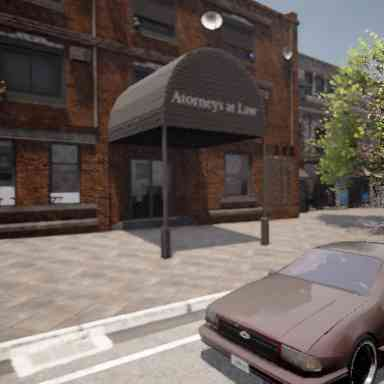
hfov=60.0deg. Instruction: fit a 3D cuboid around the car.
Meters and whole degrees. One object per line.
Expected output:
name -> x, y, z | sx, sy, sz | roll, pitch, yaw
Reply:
car -> 2.707, 1.553, 5.307 | 5.357, 1.411, 2.033 | 0, 0, -35
